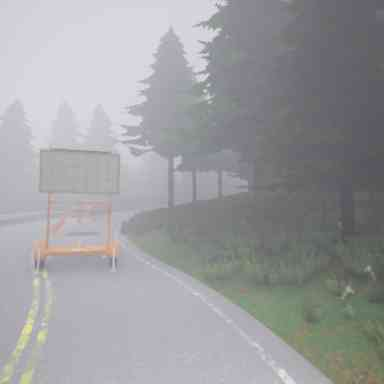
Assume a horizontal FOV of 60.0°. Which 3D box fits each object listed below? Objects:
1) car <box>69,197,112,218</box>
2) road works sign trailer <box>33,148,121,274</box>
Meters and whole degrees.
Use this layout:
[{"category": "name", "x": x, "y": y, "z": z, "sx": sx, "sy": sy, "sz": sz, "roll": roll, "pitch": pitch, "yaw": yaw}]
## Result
[{"category": "car", "x": -8.863, "y": 1.279, "z": 29.277, "sx": 2.097, "sy": 1.767, "sz": 4.553, "roll": -1, "pitch": 0, "yaw": 11}, {"category": "road works sign trailer", "x": -3.568, "y": 0.455, "z": 10.621, "sx": 2.380, "sy": 3.560, "sz": 2.880, "roll": 2, "pitch": 0, "yaw": -17}]
